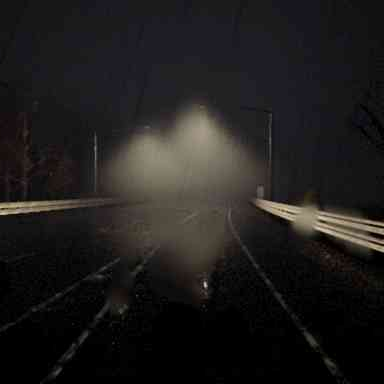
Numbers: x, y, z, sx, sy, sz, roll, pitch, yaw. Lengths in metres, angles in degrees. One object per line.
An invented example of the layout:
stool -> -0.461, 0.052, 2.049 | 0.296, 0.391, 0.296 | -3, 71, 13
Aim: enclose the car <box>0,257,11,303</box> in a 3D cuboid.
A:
car -> -4.915, 1.344, 4.976 | 2.097, 1.767, 4.553 | 0, 0, 7
